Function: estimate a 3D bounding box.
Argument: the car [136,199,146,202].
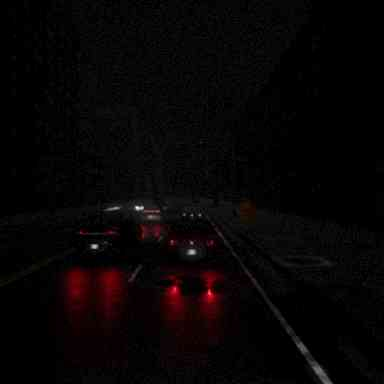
[{"bbox_3d":[-9.777,2.115,65.017,2.128,1.511,4.902,0,0,0],"label":"car"}]

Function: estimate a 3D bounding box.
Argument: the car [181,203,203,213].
[{"bbox_3d":[0.009,1.867,28.256,1.895,1.301,4.718,0,-1,0],"label":"car"}]

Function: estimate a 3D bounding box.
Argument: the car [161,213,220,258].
[{"bbox_3d":[0.011,1.728,13.263,1.895,1.301,4.718,0,-1,0],"label":"car"}]

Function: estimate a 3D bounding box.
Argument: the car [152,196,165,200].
[{"bbox_3d":[-6.529,1.837,65.019,2.150,2.045,5.566,0,0,0],"label":"car"}]

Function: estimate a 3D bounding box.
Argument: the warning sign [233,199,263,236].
[{"bbox_3d":[2.844,1.277,17.020,1.300,1.860,1.060,0,-1,0],"label":"warning sign"}]

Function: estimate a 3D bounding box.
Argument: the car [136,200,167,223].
[{"bbox_3d":[-3.238,1.761,28.512,2.128,1.511,4.902,0,0,0],"label":"car"}]

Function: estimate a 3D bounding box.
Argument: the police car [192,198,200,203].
[{"bbox_3d":[1.121,2.255,87.120,1.930,1.638,5.238,0,-1,0],"label":"police car"}]

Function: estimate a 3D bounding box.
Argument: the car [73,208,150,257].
[{"bbox_3d":[-3.235,1.621,13.510,2.128,1.511,4.902,0,0,0],"label":"car"}]
